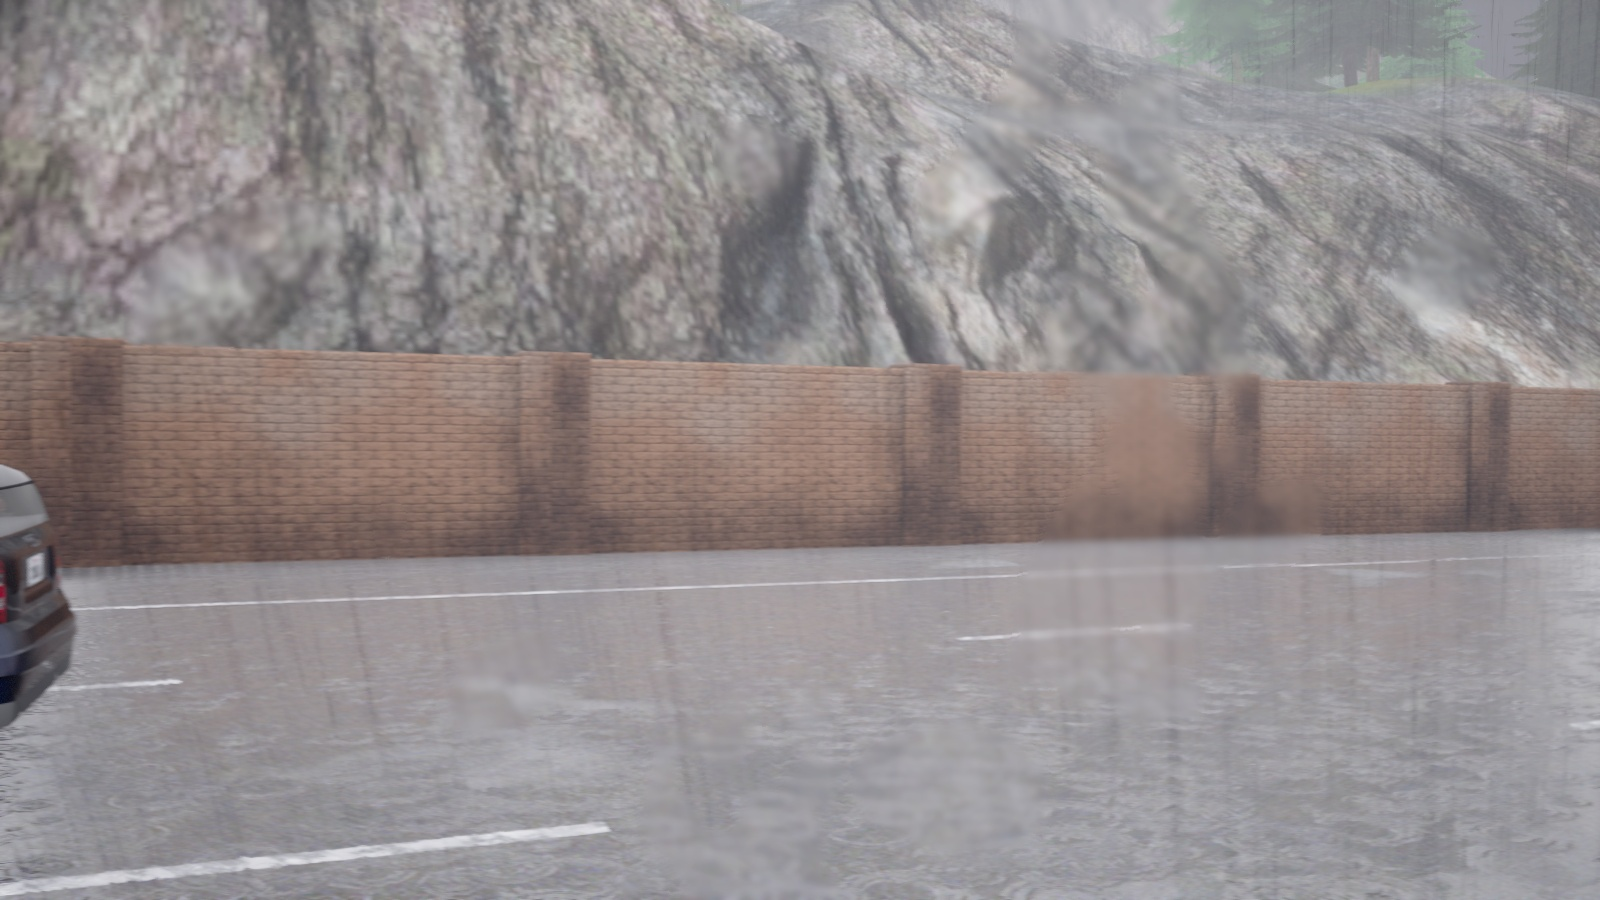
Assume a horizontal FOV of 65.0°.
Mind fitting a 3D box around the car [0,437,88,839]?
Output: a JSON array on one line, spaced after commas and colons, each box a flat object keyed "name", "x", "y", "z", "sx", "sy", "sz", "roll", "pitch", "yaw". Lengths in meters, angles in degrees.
[{"name": "car", "x": -5.130, "y": 0.749, "z": 5.035, "sx": 3.705, "sy": 1.549, "sz": 1.789, "roll": -1, "pitch": 1, "yaw": -21}]
